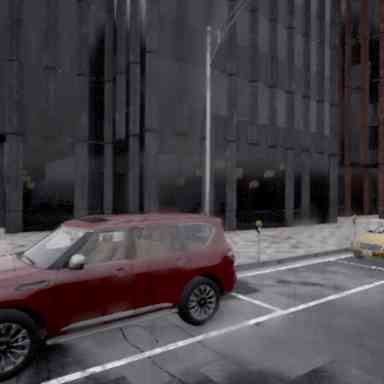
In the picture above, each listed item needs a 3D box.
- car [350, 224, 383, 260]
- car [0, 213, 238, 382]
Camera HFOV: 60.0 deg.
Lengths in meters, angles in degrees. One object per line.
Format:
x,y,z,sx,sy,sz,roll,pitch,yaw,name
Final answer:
7.579,1.654,12.060,4.829,1.417,1.752,1,0,-36,car
-1.456,1.334,5.611,5.009,1.841,2.192,1,0,-36,car
